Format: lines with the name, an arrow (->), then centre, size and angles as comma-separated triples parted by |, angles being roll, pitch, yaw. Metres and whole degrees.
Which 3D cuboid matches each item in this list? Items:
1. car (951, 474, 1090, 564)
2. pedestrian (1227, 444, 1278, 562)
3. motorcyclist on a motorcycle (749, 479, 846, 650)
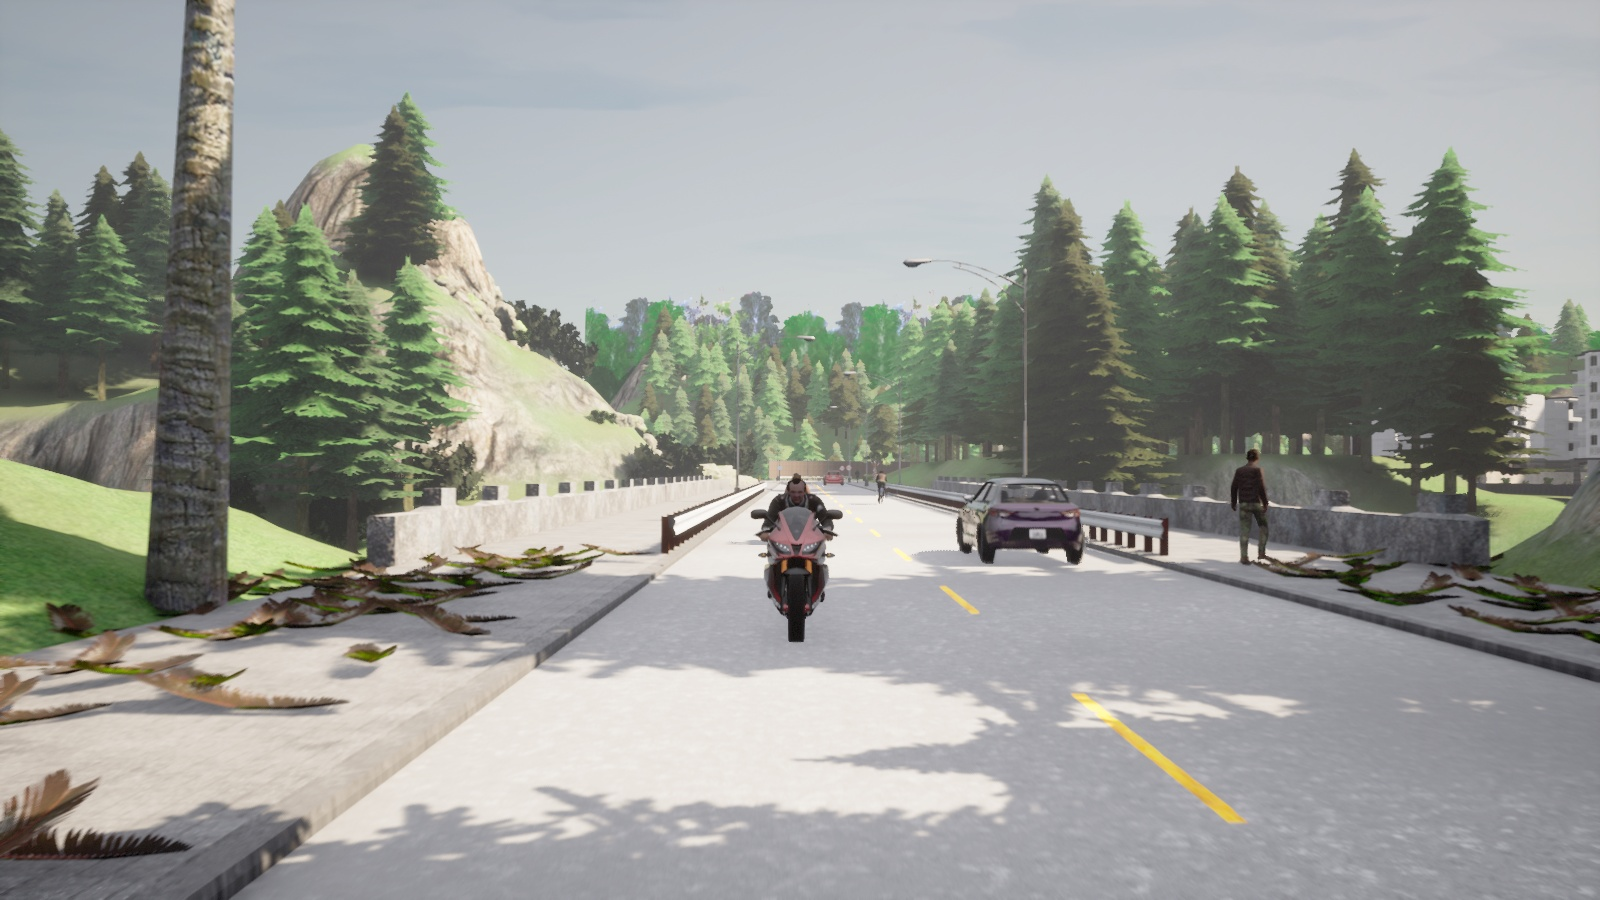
car -> 3.951, 1.200, 23.158 | 1.816, 1.474, 4.193 | 0, -1, 0
pedestrian -> 7.161, 0.825, 19.871 | 0.703, 1.840, 0.431 | 1, -1, -38
motorcyclist on a motorcycle -> -0.026, 1.057, 12.364 | 0.866, 1.530, 2.191 | 0, -2, 0
